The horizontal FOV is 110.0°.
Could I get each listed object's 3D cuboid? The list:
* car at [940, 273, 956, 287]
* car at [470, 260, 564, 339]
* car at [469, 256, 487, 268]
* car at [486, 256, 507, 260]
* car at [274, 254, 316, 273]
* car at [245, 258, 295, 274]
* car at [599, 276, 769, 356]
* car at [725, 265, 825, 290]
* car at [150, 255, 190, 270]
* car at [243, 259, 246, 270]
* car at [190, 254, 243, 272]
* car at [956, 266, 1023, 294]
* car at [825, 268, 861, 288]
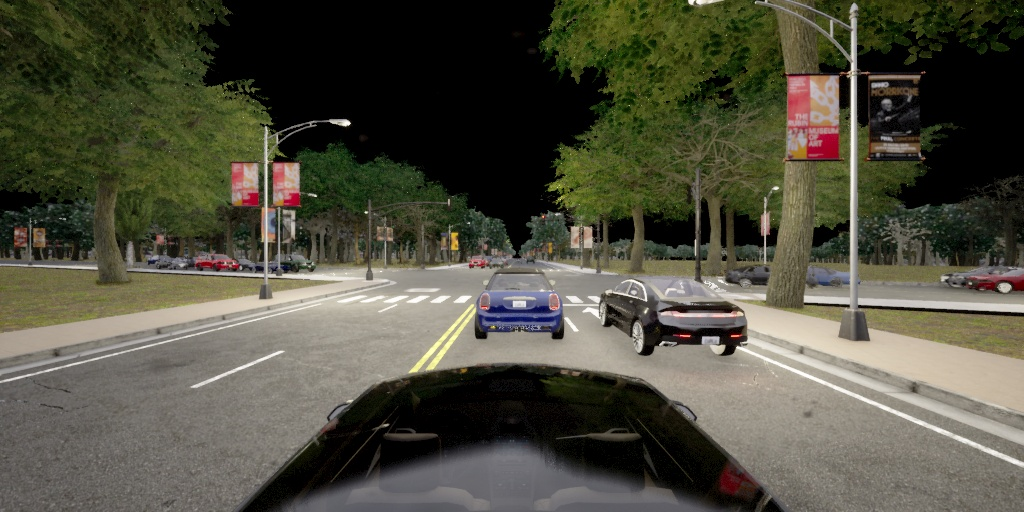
[{"bbox_3d":[31.791,1.431,23.572,4.902,1.511,2.128,0,0,24],"label":"car"},{"bbox_3d":[0.199,1.102,10.192,2.097,1.767,4.553,0,0,1],"label":"car"},{"bbox_3d":[-5.587,0.979,58.009,2.150,2.045,5.566,0,0,1],"label":"car"},{"bbox_3d":[-2.359,1.109,55.939,2.097,1.767,4.553,0,0,1],"label":"car"},{"bbox_3d":[-25.511,0.840,41.870,5.566,2.045,2.150,0,0,24],"label":"car"},{"bbox_3d":[-26.006,1.225,38.514,4.718,1.301,1.895,0,0,27],"label":"car"},{"bbox_3d":[3.434,1.242,8.602,2.128,1.511,4.902,0,0,0],"label":"car"},{"bbox_3d":[16.565,1.367,23.131,4.892,1.490,1.837,0,0,25],"label":"car"},{"bbox_3d":[-44.261,1.021,46.700,4.902,1.511,2.128,0,0,24],"label":"car"},{"bbox_3d":[-34.670,1.074,45.965,4.892,1.490,1.837,0,0,24],"label":"car"},{"bbox_3d":[-35.070,0.797,42.575,5.566,2.045,2.150,0,0,24],"label":"car"},{"bbox_3d":[30.125,1.415,20.760,5.008,1.535,1.882,0,0,24],"label":"car"},{"bbox_3d":[20.580,1.426,25.033,5.357,1.411,2.033,0,0,22],"label":"car"}]
